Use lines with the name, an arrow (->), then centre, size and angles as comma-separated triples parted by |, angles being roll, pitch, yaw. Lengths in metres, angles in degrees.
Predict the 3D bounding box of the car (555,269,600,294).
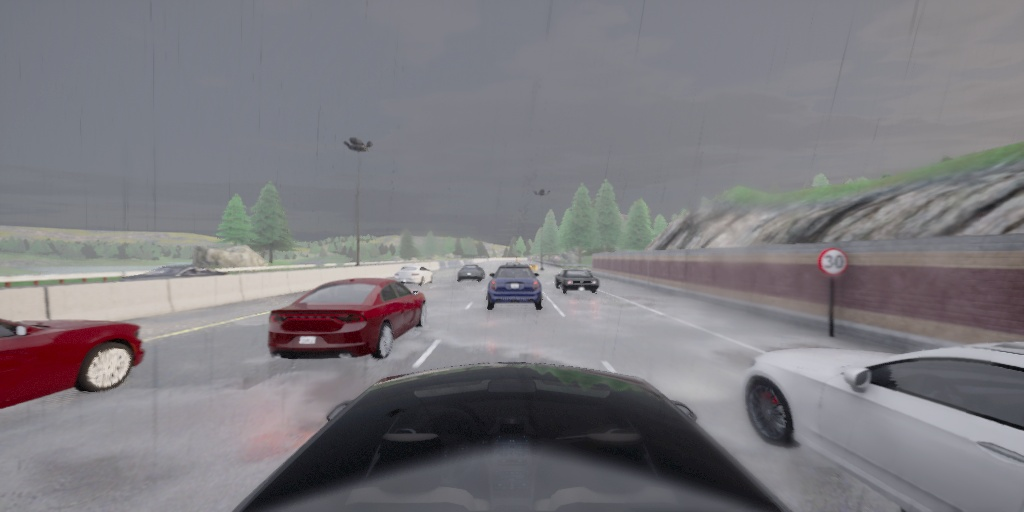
car -> 3.598, 1.403, 20.738 | 1.895, 1.301, 4.718 | 0, 0, 0

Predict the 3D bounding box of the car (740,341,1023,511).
car -> 3.607, 1.278, 2.277 | 1.812, 1.442, 4.674 | 0, 0, 0

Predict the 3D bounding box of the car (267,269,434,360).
car -> -3.399, 1.245, 8.436 | 1.882, 1.535, 5.008 | 0, 0, 0

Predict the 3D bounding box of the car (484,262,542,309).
car -> 0.099, 1.138, 15.400 | 2.097, 1.767, 4.553 | 0, 0, 0

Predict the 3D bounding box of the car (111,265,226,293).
car -> -21.007, 1.350, 22.398 | 2.033, 1.411, 5.357 | 0, 0, 0

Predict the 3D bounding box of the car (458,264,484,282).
car -> -3.400, 1.391, 30.448 | 1.994, 1.385, 4.181 | 0, 0, 0

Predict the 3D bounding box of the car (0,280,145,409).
car -> -6.895, 1.232, 3.716 | 1.882, 1.535, 5.008 | 0, 0, 0

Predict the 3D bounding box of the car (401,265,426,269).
car -> -6.899, 1.338, 25.332 | 1.812, 1.442, 4.674 | 0, 0, 0

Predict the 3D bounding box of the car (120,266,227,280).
car -> -17.541, 1.285, 18.944 | 2.128, 1.511, 4.902 | 0, 0, 0
